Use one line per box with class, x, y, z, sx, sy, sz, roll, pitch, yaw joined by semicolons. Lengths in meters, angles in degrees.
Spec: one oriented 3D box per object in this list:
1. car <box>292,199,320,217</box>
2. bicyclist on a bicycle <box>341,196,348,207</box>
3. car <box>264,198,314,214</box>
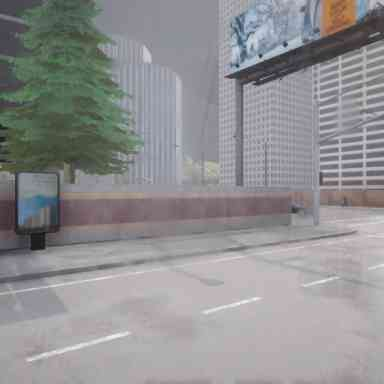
car;9.674;1.492;31.518;2.128;1.511;4.902;0;0;-35
bicyclist on a bicycle;21.243;1.301;46.301;1.656;1.620;0.582;0;0;-35
car;10.512;1.491;36.394;2.128;1.511;4.902;0;0;-35
